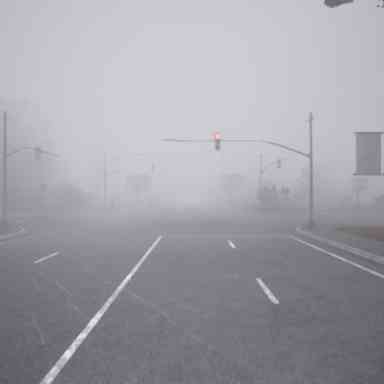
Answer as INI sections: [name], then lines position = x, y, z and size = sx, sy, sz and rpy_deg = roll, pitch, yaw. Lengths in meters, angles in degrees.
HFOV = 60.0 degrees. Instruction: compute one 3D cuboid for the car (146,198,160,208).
[car]
position = -6.709, 1.798, 57.443
size = 2.097, 1.767, 4.553
rpy_deg = 0, 0, 0
